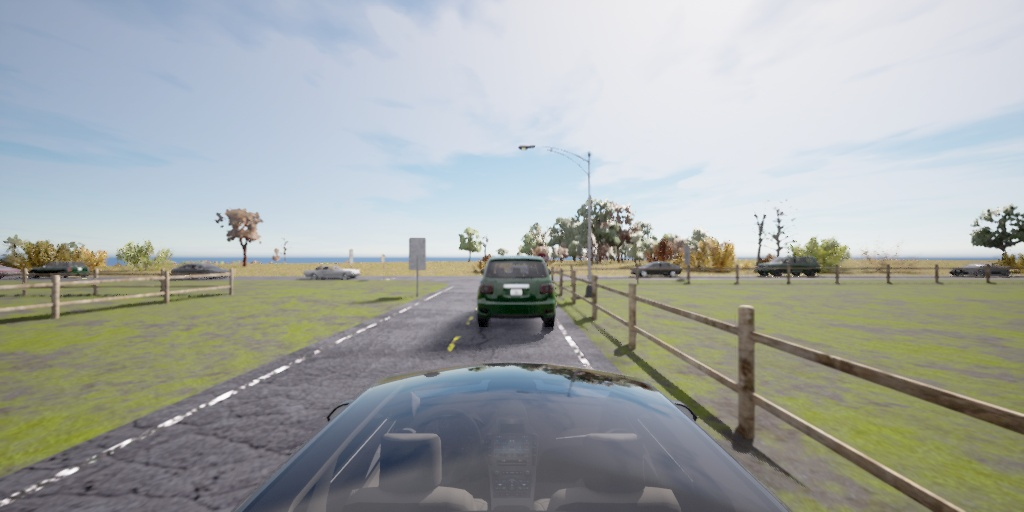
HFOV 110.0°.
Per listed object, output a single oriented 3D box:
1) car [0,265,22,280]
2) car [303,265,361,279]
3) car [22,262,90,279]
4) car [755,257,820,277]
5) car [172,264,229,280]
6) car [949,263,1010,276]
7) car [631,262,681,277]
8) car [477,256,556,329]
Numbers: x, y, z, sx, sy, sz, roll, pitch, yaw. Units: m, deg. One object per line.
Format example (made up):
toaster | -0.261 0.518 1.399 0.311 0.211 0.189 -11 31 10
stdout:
car | -49.770 1.572 34.523 4.674 1.442 1.812 0 0 1
car | -16.989 1.549 34.064 4.718 1.301 1.895 0 0 1
car | -47.036 1.401 37.309 4.553 1.767 2.097 0 0 1
car | 28.019 1.077 36.505 5.566 2.045 2.150 0 0 1
car | -29.524 1.487 34.209 4.892 1.490 1.837 0 0 1
car | 47.090 1.403 36.209 4.181 1.385 1.994 0 0 1
car | 14.671 1.384 36.658 4.892 1.490 1.837 0 0 1
car | 0.130 1.019 11.670 2.150 2.045 5.566 0 0 0
